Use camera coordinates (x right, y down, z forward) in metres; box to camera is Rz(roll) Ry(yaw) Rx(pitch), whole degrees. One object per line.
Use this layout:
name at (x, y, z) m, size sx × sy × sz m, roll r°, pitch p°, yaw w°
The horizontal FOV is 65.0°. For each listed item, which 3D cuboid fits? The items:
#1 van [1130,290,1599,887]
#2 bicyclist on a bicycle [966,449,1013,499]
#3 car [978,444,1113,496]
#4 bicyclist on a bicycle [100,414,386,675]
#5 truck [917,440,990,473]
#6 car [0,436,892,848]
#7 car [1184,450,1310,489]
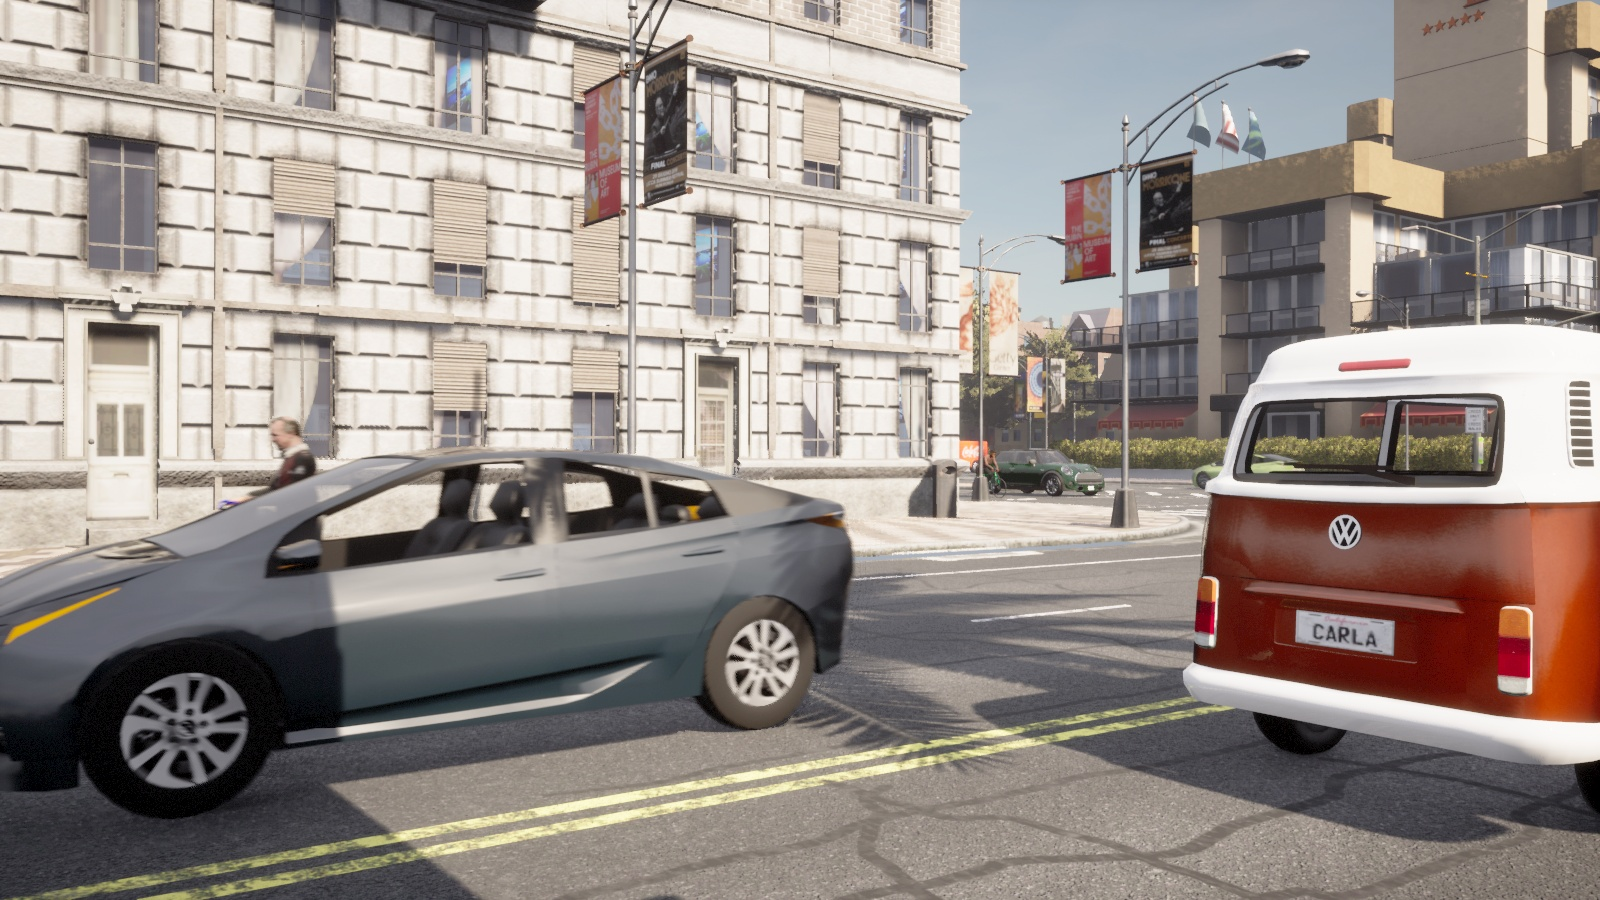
van at (3.995, 0.475, 6.381) m, size 4.480 × 2.038 × 2.069 m, roll 0°, pitch 0°, yaw -35°
bicyclist on a bicycle at (6.357, 0.787, 42.204) m, size 0.582 × 1.620 × 1.656 m, roll 0°, pitch 0°, yaw -35°
car at (8.715, 0.695, 44.925) m, size 2.097 × 1.767 × 4.553 m, roll 0°, pitch 0°, yaw -35°
bicyclist on a bicycle at (-4.110, 0.647, 9.332) m, size 1.843 × 1.776 × 0.659 m, roll 0°, pitch 0°, yaw -35°
truck at (11.794, 0.468, 96.307) m, size 5.204 × 2.467 × 2.627 m, roll 0°, pitch 0°, yaw -36°
car at (-1.909, 0.712, 6.600) m, size 4.514 × 1.525 × 2.007 m, roll 0°, pitch 0°, yaw -35°
car at (18.223, 0.779, 51.399) m, size 2.007 × 1.525 × 4.514 m, roll 0°, pitch 0°, yaw -35°
